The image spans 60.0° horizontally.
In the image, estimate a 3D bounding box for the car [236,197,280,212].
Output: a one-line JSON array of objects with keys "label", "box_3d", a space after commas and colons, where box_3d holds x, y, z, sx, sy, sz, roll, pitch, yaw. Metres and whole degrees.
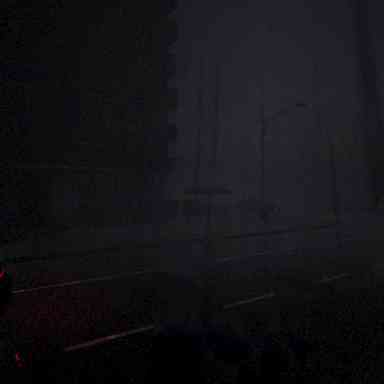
[{"label": "car", "box_3d": [7.650, 1.436, 38.947, 2.128, 1.511, 4.902, 0, 0, -37]}]

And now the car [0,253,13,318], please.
[{"label": "car", "box_3d": [-5.278, 1.478, 4.501, 5.008, 1.535, 1.882, 0, 0, -36]}]

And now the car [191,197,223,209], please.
[{"label": "car", "box_3d": [2.013, 1.470, 46.274, 1.812, 1.442, 4.674, 0, 0, -41]}]

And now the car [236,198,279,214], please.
[{"label": "car", "box_3d": [6.707, 1.436, 34.307, 2.128, 1.511, 4.902, 0, 0, -38]}]

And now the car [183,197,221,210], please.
[{"label": "car", "box_3d": [1.008, 1.492, 42.218, 2.033, 1.411, 5.357, 0, 0, -37]}]
